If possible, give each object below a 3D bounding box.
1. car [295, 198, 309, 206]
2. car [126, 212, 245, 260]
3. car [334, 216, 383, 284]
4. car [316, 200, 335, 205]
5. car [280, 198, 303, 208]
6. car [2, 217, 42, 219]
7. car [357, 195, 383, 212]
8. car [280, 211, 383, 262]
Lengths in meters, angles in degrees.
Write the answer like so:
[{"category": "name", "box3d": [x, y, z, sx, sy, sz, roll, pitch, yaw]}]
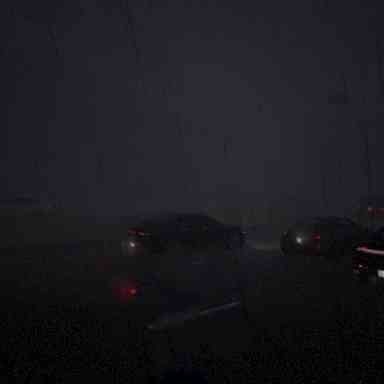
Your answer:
[{"category": "car", "box3d": [16.064, 1.653, 47.590, 2.033, 1.411, 5.357, 0, 0, 41]}, {"category": "car", "box3d": [-0.079, 1.532, 12.610, 4.892, 1.490, 1.837, 0, 0, -38]}, {"category": "car", "box3d": [5.946, 1.511, 8.464, 4.902, 1.511, 2.128, 0, 0, -39]}, {"category": "car", "box3d": [18.405, 1.665, 44.995, 1.994, 1.385, 4.181, 0, 0, 41]}, {"category": "car", "box3d": [15.861, 1.681, 52.835, 1.994, 1.385, 4.181, 0, 0, 39]}, {"category": "car", "box3d": [-13.373, 1.272, 24.678, 5.566, 2.045, 2.150, 0, 0, -37]}, {"category": "car", "box3d": [14.375, 1.279, 25.142, 5.566, 2.045, 2.150, 0, 0, -44]}, {"category": "car", "box3d": [5.152, 1.592, 12.327, 4.181, 1.385, 1.994, 0, 0, -39]}]
